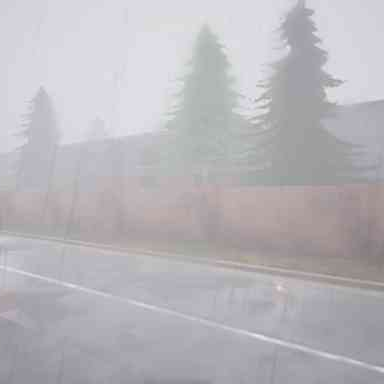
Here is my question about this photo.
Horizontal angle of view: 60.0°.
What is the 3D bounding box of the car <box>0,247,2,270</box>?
[{"bbox_3d":[-7.027,1.557,9.066,4.892,1.490,1.837,0,-1,36],"label":"car"}]
